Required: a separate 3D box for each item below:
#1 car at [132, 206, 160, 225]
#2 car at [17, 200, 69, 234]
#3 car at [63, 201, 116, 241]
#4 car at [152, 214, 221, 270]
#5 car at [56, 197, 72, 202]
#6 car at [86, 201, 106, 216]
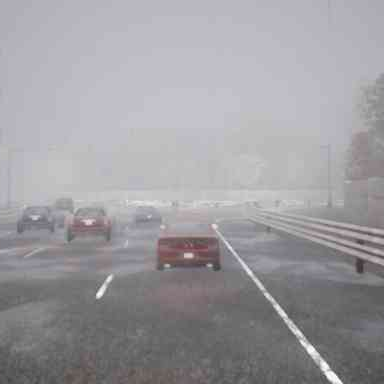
[{"bbox_3d":[-3.694,1.830,26.913,1.994,1.385,4.181,0,-1,-15],"label":"car"},{"bbox_3d":[-9.563,1.585,21.415,2.097,1.767,4.553,0,0,-12],"label":"car"},{"bbox_3d":[-5.330,1.540,18.126,2.097,1.767,4.553,0,-1,-9],"label":"car"},{"bbox_3d":[-0.111,1.587,11.504,1.882,1.535,5.008,0,0,0],"label":"car"},{"bbox_3d":[-15.635,1.652,40.532,2.150,2.045,5.566,0,-1,-23],"label":"car"},{"bbox_3d":[-11.551,1.915,39.745,1.837,1.490,4.892,0,-1,-22],"label":"car"}]
